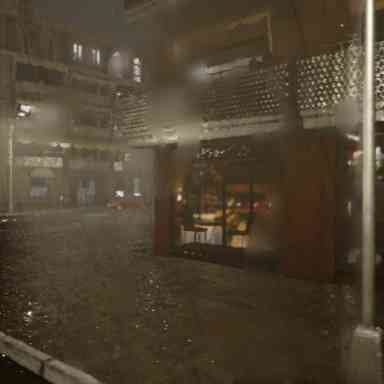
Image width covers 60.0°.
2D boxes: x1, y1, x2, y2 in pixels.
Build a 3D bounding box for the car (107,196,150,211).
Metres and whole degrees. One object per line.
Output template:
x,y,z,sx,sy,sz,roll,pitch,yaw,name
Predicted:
-5.922,1.044,31.247,4.206,1.307,1.802,-1,2,-39,car
